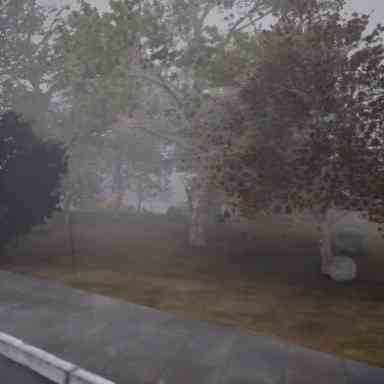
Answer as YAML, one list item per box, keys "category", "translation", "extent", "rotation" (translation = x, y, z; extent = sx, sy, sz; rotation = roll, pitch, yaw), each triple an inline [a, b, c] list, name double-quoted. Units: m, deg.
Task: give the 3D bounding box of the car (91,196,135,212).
- category: "car"
  translation: [-9.401, 1.722, 41.216]
  extent: [5.008, 1.535, 1.882]
  rotation: [5, -2, -43]

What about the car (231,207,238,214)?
- category: "car"
  translation: [9.260, 3.121, 62.564]
  extent: [5.566, 2.045, 2.150]
  rotation: [3, -1, -42]

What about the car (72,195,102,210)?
- category: "car"
  translation: [-12.475, 1.283, 42.692]
  extent: [5.566, 2.045, 2.150]
  rotation: [5, -2, -43]

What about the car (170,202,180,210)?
- category: "car"
  translation: [-1.414, 2.495, 52.919]
  extent: [4.553, 1.767, 2.097]
  rotation: [6, -2, -42]

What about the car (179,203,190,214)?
- category: "car"
  translation: [0.827, 2.755, 50.706]
  extent: [4.892, 1.490, 1.837]
  rotation: [5, -2, -42]
